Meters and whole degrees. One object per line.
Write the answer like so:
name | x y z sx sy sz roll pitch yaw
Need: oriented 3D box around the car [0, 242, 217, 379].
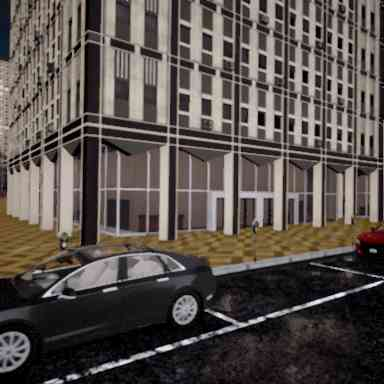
car | -1.589 1.567 5.421 4.403 1.369 2.008 1 0 -36

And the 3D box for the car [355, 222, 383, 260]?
car | 7.673 1.671 12.029 4.507 1.381 1.887 1 0 -36
